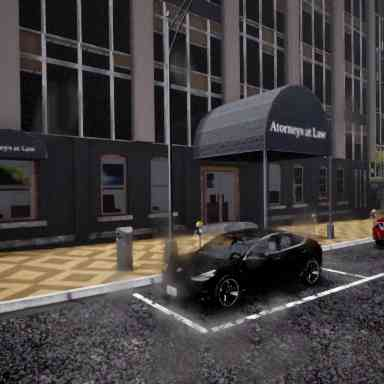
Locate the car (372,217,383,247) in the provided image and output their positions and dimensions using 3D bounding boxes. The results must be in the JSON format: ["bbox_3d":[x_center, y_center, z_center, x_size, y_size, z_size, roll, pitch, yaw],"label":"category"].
[{"bbox_3d":[9.615,1.310,14.030,5.009,1.841,2.192,0,-1,-37],"label":"car"}]

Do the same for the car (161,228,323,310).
[{"bbox_3d":[1.341,1.564,7.824,4.313,1.339,1.947,0,-1,-37],"label":"car"}]
